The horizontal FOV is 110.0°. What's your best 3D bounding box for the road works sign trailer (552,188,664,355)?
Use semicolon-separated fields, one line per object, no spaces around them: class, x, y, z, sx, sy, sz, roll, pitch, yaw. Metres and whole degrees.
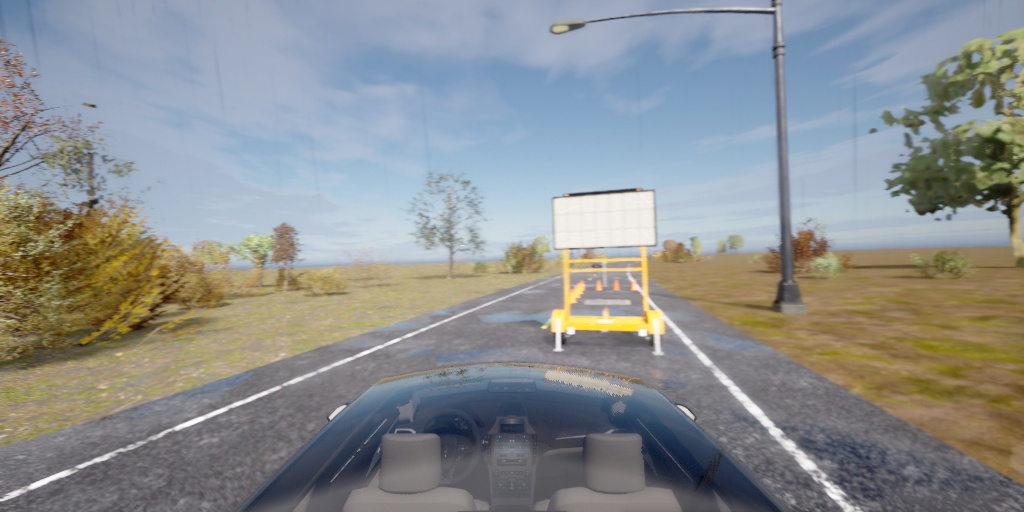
road works sign trailer;2.317;0.215;8.765;2.380;3.560;2.880;0;0;15
